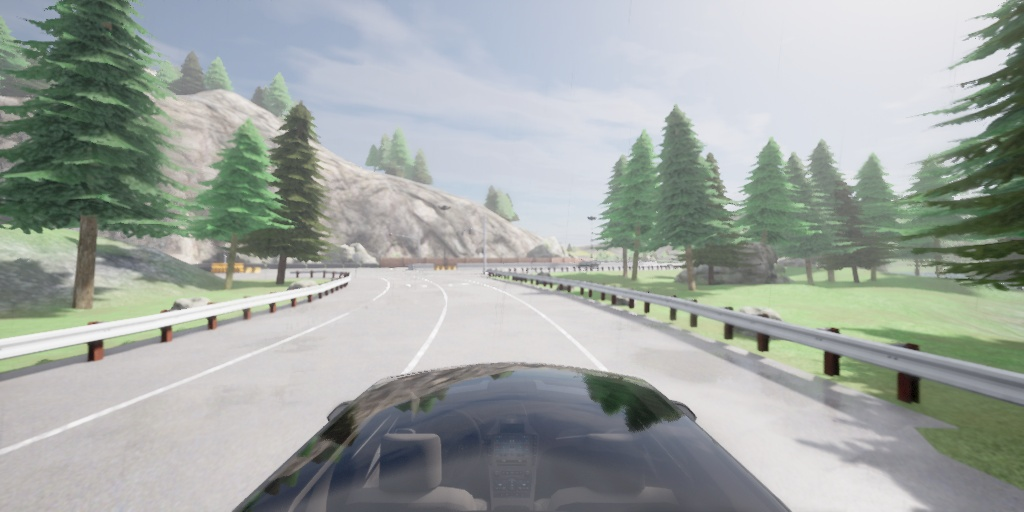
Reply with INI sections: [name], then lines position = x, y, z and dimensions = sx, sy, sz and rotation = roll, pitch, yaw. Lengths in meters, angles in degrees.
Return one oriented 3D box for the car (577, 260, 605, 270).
[car]
position = 13.726, 1.511, 63.039
dimensions = 4.553, 1.767, 2.097
rotation = 0, -1, -29
